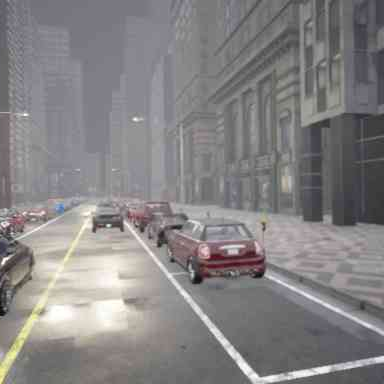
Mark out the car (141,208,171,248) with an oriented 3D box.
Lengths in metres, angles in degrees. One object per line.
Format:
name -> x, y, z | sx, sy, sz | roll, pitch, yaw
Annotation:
car -> -0.986, 1.635, 15.286 | 1.947, 1.339, 4.313 | -1, 0, -15

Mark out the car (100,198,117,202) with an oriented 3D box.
car -> -10.277, 1.802, 39.511 | 1.837, 1.490, 4.892 | -1, -1, -15

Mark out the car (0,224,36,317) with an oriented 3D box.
car -> -4.788, 1.665, 7.256 | 1.994, 1.385, 4.181 | -1, 0, -15

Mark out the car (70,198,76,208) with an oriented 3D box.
car -> -19.478, 2.038, 51.156 | 2.008, 1.369, 4.403 | -1, 0, -15

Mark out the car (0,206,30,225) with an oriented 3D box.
car -> -10.683, 1.673, 18.502 | 1.967, 1.590, 4.097 | -1, 0, -15

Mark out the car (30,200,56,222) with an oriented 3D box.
car -> -13.616, 1.757, 29.387 | 1.967, 1.590, 4.097 | -1, 0, -15

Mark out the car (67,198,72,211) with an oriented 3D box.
car -> -17.968, 1.968, 45.550 | 1.752, 1.417, 4.829 | -1, 0, -15

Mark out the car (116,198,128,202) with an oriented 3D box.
car -> -8.319, 1.719, 42.496 | 1.967, 1.590, 4.097 | -1, 0, -15

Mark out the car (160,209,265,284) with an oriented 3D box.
car -> 0.477, 1.467, 9.844 | 1.967, 1.590, 4.097 | -1, 0, -15

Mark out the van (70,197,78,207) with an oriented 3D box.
van -> -20.948, 1.873, 56.599 | 1.690, 1.788, 3.998 | -1, 0, -15

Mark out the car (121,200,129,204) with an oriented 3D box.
car -> -5.385, 1.760, 31.613 | 1.947, 1.339, 4.313 | -1, 0, -15

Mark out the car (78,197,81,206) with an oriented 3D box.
car -> -22.413, 2.016, 62.041 | 1.967, 1.590, 4.097 | -1, 0, -15

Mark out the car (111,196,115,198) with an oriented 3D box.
car -> -15.647, 2.080, 69.707 | 1.802, 1.307, 4.206 | -1, 0, -15

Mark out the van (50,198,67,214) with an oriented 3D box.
van -> -16.550, 1.742, 40.272 | 1.690, 1.788, 3.998 | -1, 0, -15

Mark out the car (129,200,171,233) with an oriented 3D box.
car -> -2.457, 1.426, 20.729 | 2.192, 1.841, 5.009 | -1, 0, -15

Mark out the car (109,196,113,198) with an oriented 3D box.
car -> -18.579, 2.170, 80.592 | 1.802, 1.307, 4.206 | -1, 0, -15

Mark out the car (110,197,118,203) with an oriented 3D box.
car -> -21.514, 2.120, 91.476 | 1.967, 1.590, 4.097 | -1, 0, -15

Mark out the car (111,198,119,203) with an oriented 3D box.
car -> -20.046, 2.215, 86.034 | 1.802, 1.307, 4.206 | -1, 0, -15

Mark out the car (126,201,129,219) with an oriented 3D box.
car -> -3.919, 1.697, 26.171 | 1.887, 1.381, 4.507 | -1, 0, -15

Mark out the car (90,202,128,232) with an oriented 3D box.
car -> -5.420, 1.667, 21.453 | 1.837, 1.490, 4.892 | -1, 0, -15

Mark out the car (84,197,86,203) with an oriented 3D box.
car -> -26.809, 2.276, 78.368 | 1.947, 1.339, 4.313 | -1, 0, -15

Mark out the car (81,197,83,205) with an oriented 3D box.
car -> -23.881, 1.936, 67.484 | 2.192, 1.841, 5.009 | -1, 0, -15
